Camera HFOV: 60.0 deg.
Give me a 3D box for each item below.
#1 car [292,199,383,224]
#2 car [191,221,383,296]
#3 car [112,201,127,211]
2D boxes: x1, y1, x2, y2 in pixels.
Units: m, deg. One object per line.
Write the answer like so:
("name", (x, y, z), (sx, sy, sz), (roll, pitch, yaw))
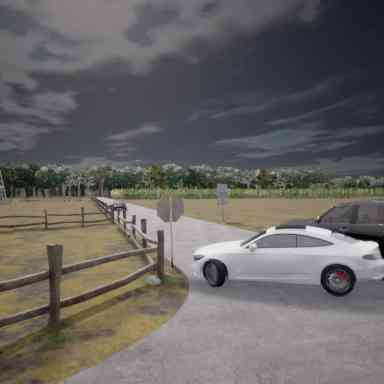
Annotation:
("car", (5.105, 1.229, 9.819), (2.150, 2.045, 5.566), (-2, 0, -40))
("car", (2.288, 1.613, 8.586), (4.674, 1.442, 1.812), (-2, 0, 19))
("car", (-10.849, 1.983, 49.470), (2.033, 1.411, 5.357), (-2, 0, -18))
